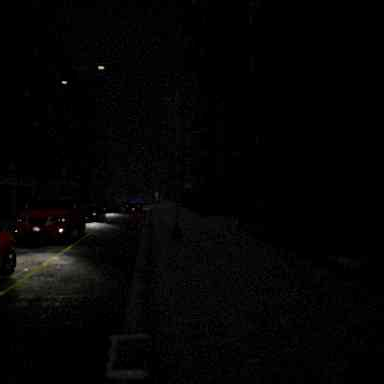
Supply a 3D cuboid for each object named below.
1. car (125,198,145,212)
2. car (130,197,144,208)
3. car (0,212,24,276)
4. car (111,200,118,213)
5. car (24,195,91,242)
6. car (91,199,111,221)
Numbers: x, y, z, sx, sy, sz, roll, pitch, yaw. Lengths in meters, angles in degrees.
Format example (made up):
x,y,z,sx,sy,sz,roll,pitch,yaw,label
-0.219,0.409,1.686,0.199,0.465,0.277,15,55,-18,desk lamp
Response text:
x,y,z,sx,sy,sz,roll,pitch,yaw,label
-6.651,1.605,38.509,1.895,1.301,4.718,0,0,-7,car
-7.967,1.539,48.612,1.812,1.442,4.674,0,0,-7,car
-5.591,1.334,7.094,2.097,1.767,4.553,0,0,-8,car
-9.318,1.535,36.843,2.033,1.411,5.357,0,0,-7,car
-6.821,1.205,16.645,2.150,2.045,5.566,0,0,-7,car
-8.097,1.533,26.817,2.033,1.411,5.357,0,0,-7,car
